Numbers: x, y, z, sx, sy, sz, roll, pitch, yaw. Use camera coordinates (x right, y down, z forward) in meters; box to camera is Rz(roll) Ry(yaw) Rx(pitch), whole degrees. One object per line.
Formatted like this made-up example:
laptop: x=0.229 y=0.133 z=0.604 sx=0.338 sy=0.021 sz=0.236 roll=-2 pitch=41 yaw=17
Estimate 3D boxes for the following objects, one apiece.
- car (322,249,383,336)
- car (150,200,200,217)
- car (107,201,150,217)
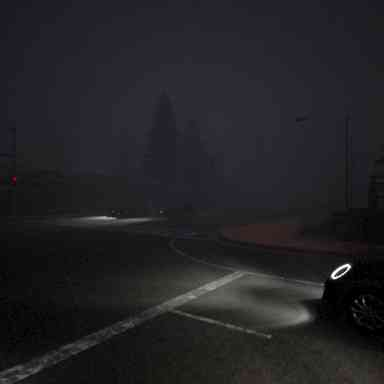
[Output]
car: x=4.491 y=1.356 z=5.137 sx=4.553 sy=1.767 sz=2.097 roll=0 pitch=0 yaw=38
car: x=-1.213 y=1.476 z=31.117 sx=2.128 sy=1.511 sz=4.902 roll=0 pitch=0 yaw=38
car: x=-5.766 y=1.544 z=30.944 sx=1.994 sy=1.385 sz=4.181 roll=0 pitch=0 yaw=38
